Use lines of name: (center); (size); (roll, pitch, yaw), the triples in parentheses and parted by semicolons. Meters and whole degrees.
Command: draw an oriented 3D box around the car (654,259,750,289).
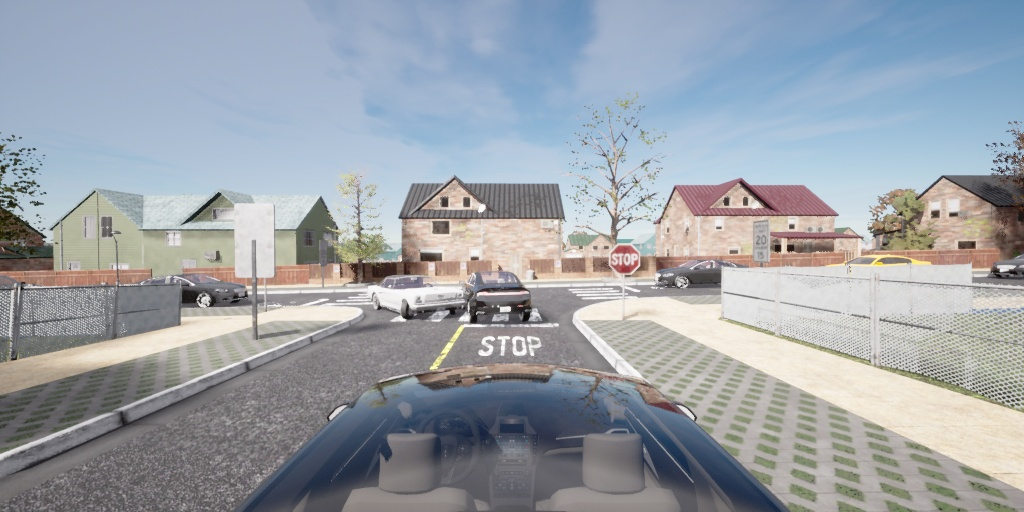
car: (10.331, 0.926, 19.545); (4.902, 1.511, 2.128); (-1, 1, 0)

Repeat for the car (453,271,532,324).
car: (-0.685, 1.243, 12.137); (2.128, 1.511, 4.902); (0, 0, -12)

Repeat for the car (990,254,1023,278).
car: (29.386, 0.478, 19.618); (4.902, 1.511, 2.128); (-1, 1, 0)

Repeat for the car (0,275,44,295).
car: (-24.239, 1.648, 16.451); (4.553, 1.767, 2.097); (-1, 1, 0)

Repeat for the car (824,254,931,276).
car: (19.761, 0.690, 19.582); (5.008, 1.535, 1.882); (-1, 1, -1)

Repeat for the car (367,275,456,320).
car: (-3.601, 1.368, 12.996); (1.895, 1.301, 4.718); (0, 0, -38)

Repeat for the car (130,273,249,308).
car: (-14.902, 1.566, 16.491); (4.902, 1.511, 2.128); (-1, 1, 0)
